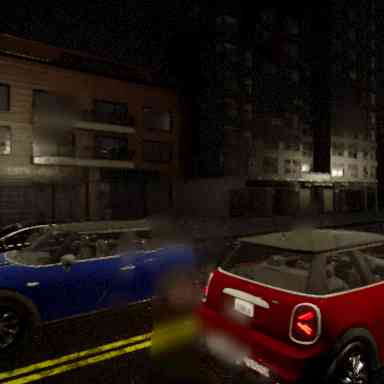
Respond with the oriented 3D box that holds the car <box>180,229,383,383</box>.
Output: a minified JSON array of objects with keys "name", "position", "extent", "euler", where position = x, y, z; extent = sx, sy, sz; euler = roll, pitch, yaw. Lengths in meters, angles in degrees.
[{"name":"car","position":[2.331,1.369,5.097],"extent":[4.553,1.767,2.097],"euler":[0,0,-35]}]

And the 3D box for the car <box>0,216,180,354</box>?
[{"name":"car","position":[-2.112,1.359,6.169],"extent":[4.553,1.767,2.097],"euler":[0,0,-35]}]

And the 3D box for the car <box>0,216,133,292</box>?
[{"name":"car","position":[-4.190,1.512,8.678],"extent":[4.892,1.490,1.837],"euler":[0,0,-35]}]
